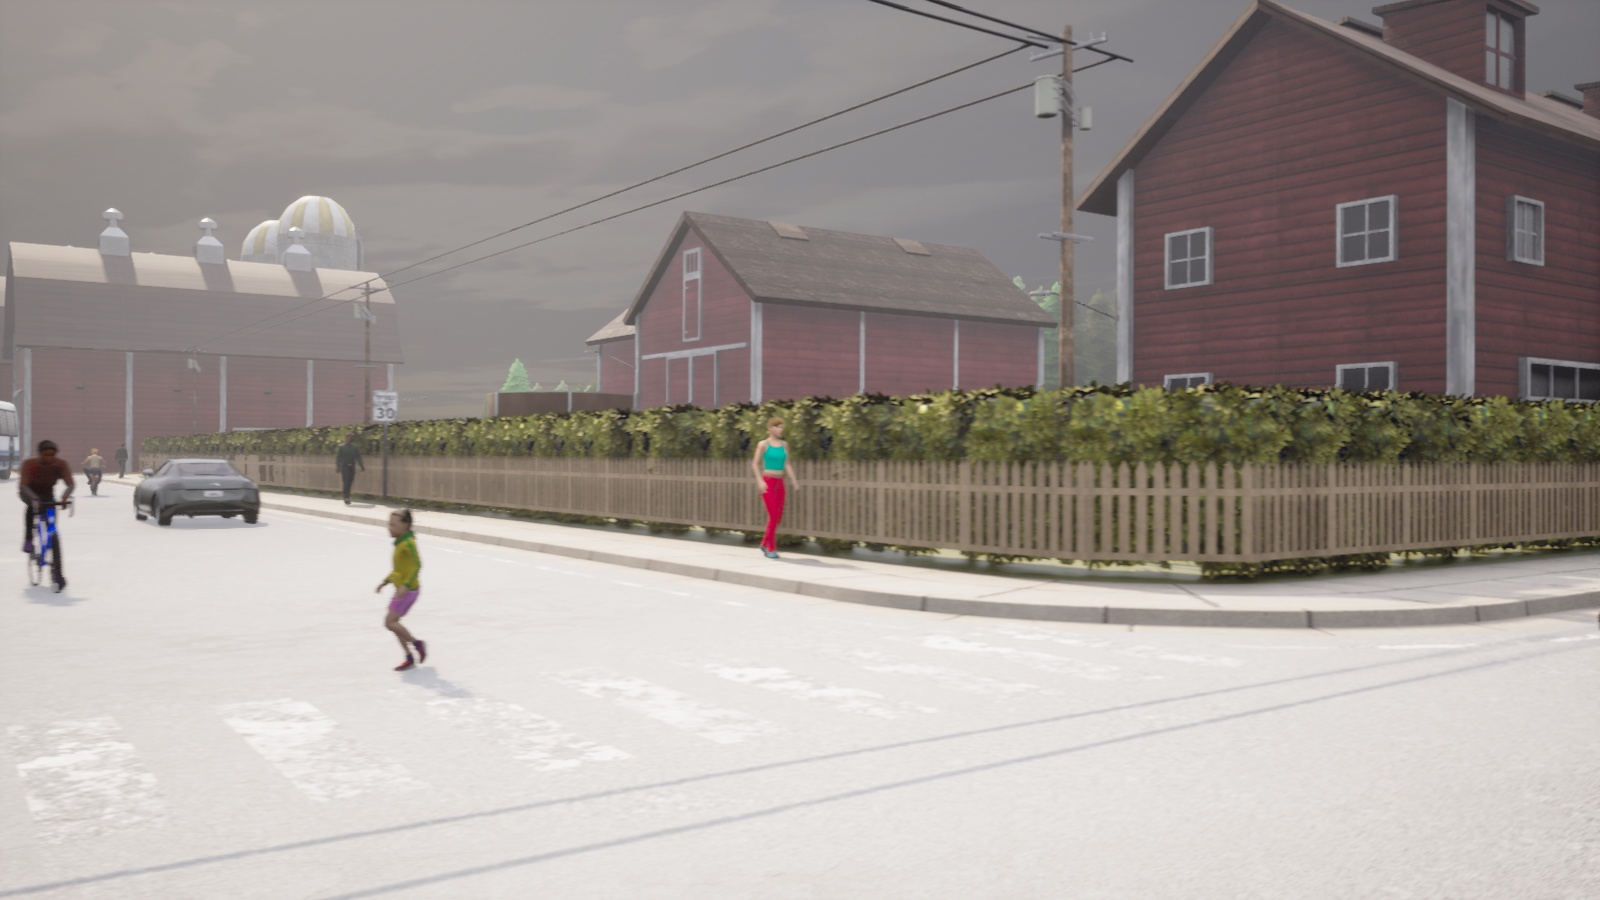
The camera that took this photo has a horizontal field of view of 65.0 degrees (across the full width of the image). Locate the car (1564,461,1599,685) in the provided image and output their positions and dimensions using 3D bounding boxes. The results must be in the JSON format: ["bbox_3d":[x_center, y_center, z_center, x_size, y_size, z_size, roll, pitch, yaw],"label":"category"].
[{"bbox_3d":[7.458,0.793,8.849,4.674,1.442,1.812,0,0,-35],"label":"car"}]

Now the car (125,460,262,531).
[{"bbox_3d":[-13.106,0.909,27.023,1.994,1.385,4.181,0,0,-35],"label":"car"}]

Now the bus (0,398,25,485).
[{"bbox_3d":[-41.910,-0.385,62.857,3.944,4.253,10.273,0,0,-24],"label":"bus"}]

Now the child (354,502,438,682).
[{"bbox_3d":[-2.730,0.940,8.486,0.473,1.160,0.299,0,0,-35],"label":"child"}]

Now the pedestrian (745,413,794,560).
[{"bbox_3d":[-0.392,0.453,15.963,0.345,1.836,0.594,0,0,-35],"label":"pedestrian"}]

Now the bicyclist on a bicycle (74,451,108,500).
[{"bbox_3d":[-23.940,0.843,42.409,0.866,1.612,1.509,0,0,-35],"label":"bicyclist on a bicycle"}]

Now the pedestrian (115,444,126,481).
[{"bbox_3d":[-34.196,0.639,63.195,0.353,1.847,0.614,0,0,-13],"label":"pedestrian"}]

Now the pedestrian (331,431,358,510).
[{"bbox_3d":[-11.477,0.515,31.636,0.423,1.949,0.788,0,0,-36],"label":"pedestrian"}]

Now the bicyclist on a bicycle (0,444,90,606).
[{"bbox_3d":[-8.115,0.749,13.389,0.582,1.620,1.656,-1,1,-42],"label":"bicyclist on a bicycle"}]
